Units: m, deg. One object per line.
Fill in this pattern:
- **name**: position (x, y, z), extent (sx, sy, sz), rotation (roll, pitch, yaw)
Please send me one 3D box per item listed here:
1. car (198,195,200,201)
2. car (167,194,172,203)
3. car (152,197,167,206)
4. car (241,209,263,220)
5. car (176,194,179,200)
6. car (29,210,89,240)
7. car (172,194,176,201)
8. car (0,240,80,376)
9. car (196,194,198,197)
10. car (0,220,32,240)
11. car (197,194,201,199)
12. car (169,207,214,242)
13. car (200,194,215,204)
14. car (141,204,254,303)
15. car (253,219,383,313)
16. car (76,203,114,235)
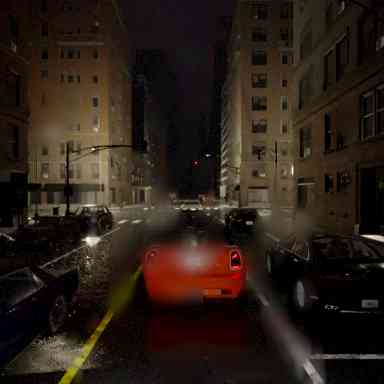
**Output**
- **car**: position (2.844, 1.610, 66.411), extent (2.008, 1.369, 4.403), rotation (0, 0, 0)
- **car**: position (-5.681, 1.610, 66.415), extent (2.008, 1.369, 4.403), rotation (0, 0, 0)
- **car**: position (-5.690, 1.621, 55.598), extent (1.802, 1.307, 4.206), rotation (0, 0, 0)
- **car**: position (2.838, 1.567, 18.503), extent (1.947, 1.339, 4.313), rotation (0, 0, 0)
- **car**: position (-5.660, 1.461, 93.458), extent (2.192, 1.841, 5.009), rotation (0, 0, 0)
- **car**: position (-5.682, 1.583, 12.994), extent (1.802, 1.307, 4.206), rotation (0, 0, 0)
- **car**: position (-5.668, 1.630, 82.470), extent (1.752, 1.417, 4.829), rotation (0, 0, 0)
- **car**: position (-3.003, 1.601, 3.916), extent (1.895, 1.301, 4.718), rotation (0, 0, 0)
- **car**: position (2.861, 1.565, 88.047), extent (1.967, 1.590, 4.097), rotation (0, 0, 0)
- **car**: position (-5.676, 1.566, 7.492), extent (1.947, 1.339, 4.313), rotation (0, 0, 0)
- **car**: position (2.852, 1.528, 77.229), extent (1.967, 1.590, 4.097), rotation (0, 0, 0)
- **car**: position (-0.012, 1.565, 17.016), extent (1.994, 1.385, 4.181), rotation (0, 0, 0)
- **car**: position (2.835, 1.479, 55.593), extent (1.967, 1.590, 4.097), rotation (0, 0, 0)
- **car**: position (0.055, 1.352, 8.363), extent (2.097, 1.767, 4.553), rotation (0, 0, 0)
- **car**: position (2.849, 1.551, 7.501), extent (2.008, 1.369, 4.403), rotation (0, 0, 0)
- **car**: position (-5.688, 1.442, 18.495), extent (1.967, 1.590, 4.097), rotation (0, 0, 0)
